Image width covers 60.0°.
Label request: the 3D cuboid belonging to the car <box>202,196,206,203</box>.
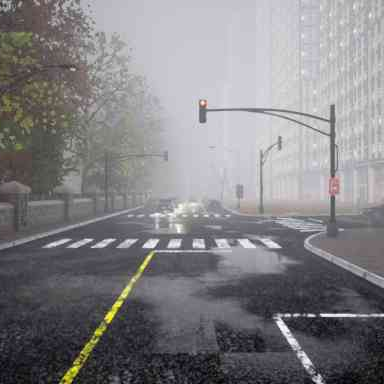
[{"bbox_3d":[2.811,1.591,47.189,1.947,1.339,4.313,0,0,0],"label":"car"}]

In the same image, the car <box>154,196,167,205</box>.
[{"bbox_3d":[-5.540,1.477,58.476,1.967,1.590,4.097,0,0,0],"label":"car"}]

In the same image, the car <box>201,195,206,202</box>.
[{"bbox_3d":[2.825,1.596,52.822,1.947,1.339,4.313,0,0,0],"label":"car"}]

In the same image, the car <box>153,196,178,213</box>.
[{"bbox_3d":[-3.002,1.522,38.252,1.837,1.490,4.892,0,0,0],"label":"car"}]

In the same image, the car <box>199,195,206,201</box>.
[{"bbox_3d":[2.926,1.640,92.247,2.008,1.369,4.403,0,0,0],"label":"car"}]

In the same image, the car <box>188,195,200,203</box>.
[{"bbox_3d":[0.174,1.651,68.879,1.895,1.301,4.718,0,0,0],"label":"car"}]

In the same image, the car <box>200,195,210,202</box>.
[{"bbox_3d":[2.883,1.501,75.351,1.967,1.590,4.097,0,0,0],"label":"car"}]

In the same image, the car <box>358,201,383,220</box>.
[{"bbox_3d":[14.870,1.262,24.737,4.674,1.442,1.812,-1,0,0],"label":"car"}]

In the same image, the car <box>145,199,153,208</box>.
[{"bbox_3d":[-5.570,1.607,47.210,1.802,1.307,4.206,0,0,0],"label":"car"}]

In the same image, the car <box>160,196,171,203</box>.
[{"bbox_3d":[-5.512,1.577,69.571,1.752,1.417,4.829,0,0,0],"label":"car"}]

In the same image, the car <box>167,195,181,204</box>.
[{"bbox_3d":[-2.972,1.530,48.760,1.837,1.490,4.892,0,0,0],"label":"car"}]

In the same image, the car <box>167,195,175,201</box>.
[{"bbox_3d":[-5.469,1.624,86.637,1.887,1.381,4.507,0,0,0],"label":"car"}]

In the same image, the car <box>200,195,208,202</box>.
[{"bbox_3d":[2.898,1.510,80.983,1.967,1.590,4.097,0,0,0],"label":"car"}]

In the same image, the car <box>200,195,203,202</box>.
[{"bbox_3d":[2.869,1.596,69.720,1.887,1.381,4.507,0,0,0],"label":"car"}]

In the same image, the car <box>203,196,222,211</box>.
[{"bbox_3d":[2.796,1.586,41.556,1.947,1.339,4.313,0,0,0],"label":"car"}]

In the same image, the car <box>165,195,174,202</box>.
[{"bbox_3d":[-5.483,1.510,81.004,1.967,1.590,4.097,0,0,0],"label":"car"}]

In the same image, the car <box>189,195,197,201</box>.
[{"bbox_3d":[0.200,1.441,78.849,1.837,1.490,4.892,0,0,0],"label":"car"}]
